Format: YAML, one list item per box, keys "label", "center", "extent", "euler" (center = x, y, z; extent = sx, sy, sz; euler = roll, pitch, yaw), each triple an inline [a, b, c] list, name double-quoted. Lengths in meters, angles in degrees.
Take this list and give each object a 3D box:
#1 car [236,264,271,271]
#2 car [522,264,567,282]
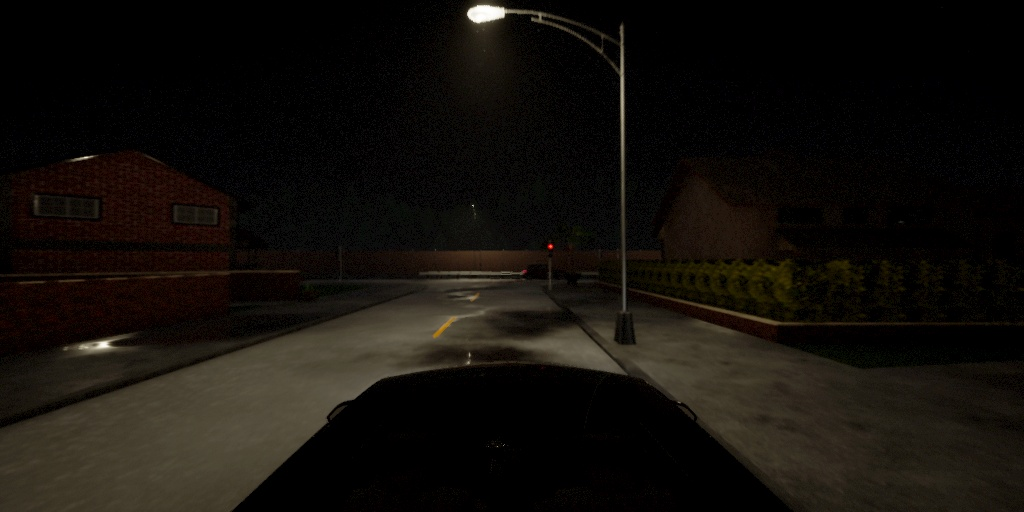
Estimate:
- label: "car"
  center: [-24.780, 1.494, 33.750]
  extent: [4.553, 1.767, 2.097]
  euler: [0, -1, 0]
- label: "car"
  center: [3.220, 1.495, 33.759]
  extent: [4.553, 1.767, 2.097]
  euler: [0, -1, 0]
